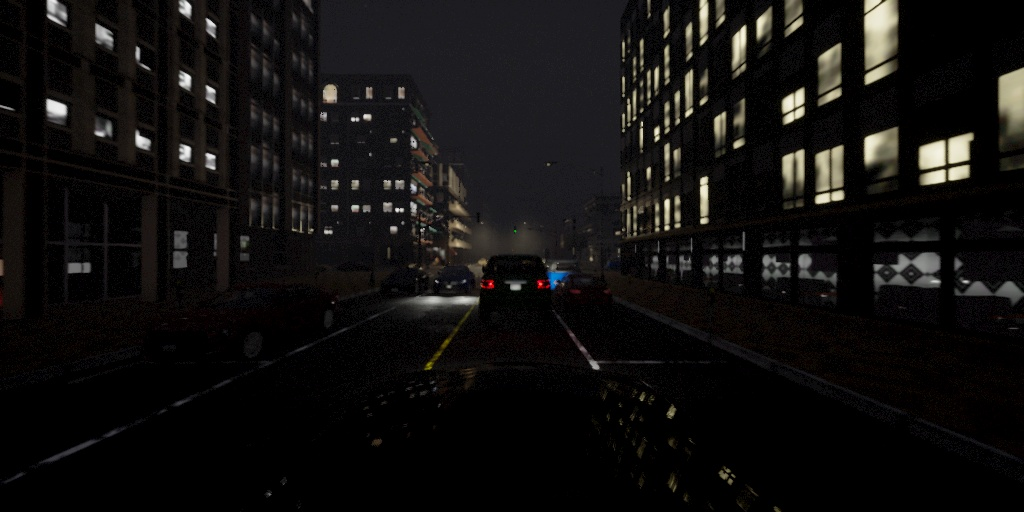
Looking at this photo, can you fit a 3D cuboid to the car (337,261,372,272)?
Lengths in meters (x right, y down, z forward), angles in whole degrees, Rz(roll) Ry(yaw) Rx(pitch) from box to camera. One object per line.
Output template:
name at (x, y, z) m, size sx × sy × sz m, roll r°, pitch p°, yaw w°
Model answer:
car at (-17.466, 1.197, 40.357) m, size 4.207 × 1.307 × 1.802 m, roll 0°, pitch 0°, yaw 0°

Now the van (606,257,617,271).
van at (14.899, 1.068, 48.814) m, size 3.998 × 1.789 × 1.690 m, roll 0°, pitch 0°, yaw 0°

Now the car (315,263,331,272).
car at (-22.958, 1.130, 40.344) m, size 4.829 × 1.417 × 1.751 m, roll 0°, pitch 0°, yaw 0°

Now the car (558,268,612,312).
car at (2.658, 1.305, 13.861) m, size 1.802 × 1.307 × 4.207 m, roll 0°, pitch 0°, yaw 0°

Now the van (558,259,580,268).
van at (2.657, 1.052, 19.550) m, size 1.690 × 1.789 × 3.998 m, roll 0°, pitch 0°, yaw 0°

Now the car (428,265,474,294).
car at (-3.088, 1.236, 19.956) m, size 1.812 × 1.442 × 4.674 m, roll 0°, pitch 0°, yaw 0°

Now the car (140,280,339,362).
car at (-5.690, 1.281, 8.199) m, size 1.888 × 1.381 × 4.507 m, roll 0°, pitch 0°, yaw 0°

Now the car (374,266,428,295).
car at (-5.690, 1.277, 19.576) m, size 1.948 × 1.339 × 4.313 m, roll 0°, pitch 0°, yaw 0°

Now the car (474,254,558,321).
car at (0.102, 0.947, 12.525) m, size 2.150 × 2.045 × 5.566 m, roll 0°, pitch 0°, yaw 0°

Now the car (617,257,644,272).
car at (14.921, 1.020, 40.434) m, size 5.009 × 1.841 × 2.192 m, roll 0°, pitch 0°, yaw 0°
